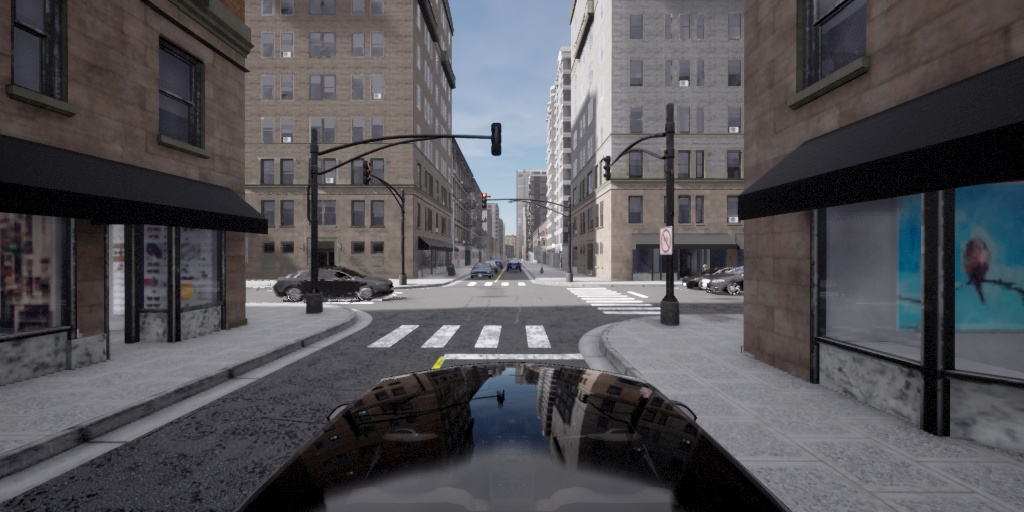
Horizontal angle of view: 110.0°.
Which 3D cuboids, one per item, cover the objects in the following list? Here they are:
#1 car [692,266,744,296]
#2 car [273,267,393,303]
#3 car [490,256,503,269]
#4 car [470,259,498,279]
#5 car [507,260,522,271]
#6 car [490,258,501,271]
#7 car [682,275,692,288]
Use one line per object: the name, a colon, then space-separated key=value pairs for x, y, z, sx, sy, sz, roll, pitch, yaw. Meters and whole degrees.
car: x=12.546 y=1.247 z=18.775 sx=4.902 sy=1.511 sz=2.128 roll=0 pitch=0 yaw=0
car: x=-7.924 y=1.254 z=16.190 sx=4.892 sy=1.490 sz=1.837 roll=0 pitch=1 yaw=-7
car: x=-2.599 y=1.010 z=57.282 sx=2.150 sy=2.045 sz=5.566 roll=0 pitch=0 yaw=0
car: x=-2.718 y=1.305 z=33.471 sx=2.033 sy=1.411 sz=5.357 roll=0 pitch=0 yaw=0
car: x=0.301 y=1.252 z=49.852 sx=1.882 sy=1.535 sz=5.008 roll=0 pitch=0 yaw=0
car: x=-2.673 y=1.293 z=43.759 sx=1.812 sy=1.442 sz=4.674 roll=0 pitch=0 yaw=0
car: x=12.448 y=1.313 z=21.314 sx=4.313 sy=1.339 sz=1.948 roll=0 pitch=0 yaw=0
